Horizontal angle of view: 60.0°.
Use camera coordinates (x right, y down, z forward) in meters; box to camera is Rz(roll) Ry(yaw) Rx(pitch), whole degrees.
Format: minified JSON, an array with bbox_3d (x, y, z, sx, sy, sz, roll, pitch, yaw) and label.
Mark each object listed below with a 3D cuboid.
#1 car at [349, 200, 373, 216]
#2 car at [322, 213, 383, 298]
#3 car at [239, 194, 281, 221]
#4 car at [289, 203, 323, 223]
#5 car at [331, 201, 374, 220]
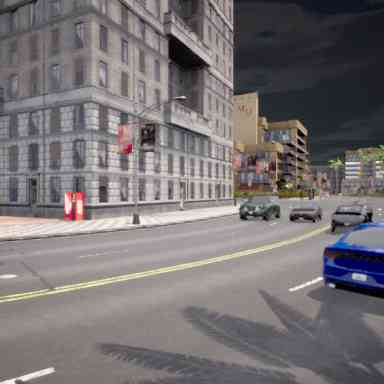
[{"bbox_3d":[16.690,1.554,32.848,1.994,1.385,4.181,0,0,27],"label":"car"},{"bbox_3d":[4.962,1.476,8.103,5.008,1.535,1.882,0,0,-45],"label":"car"},{"bbox_3d":[5.712,1.214,27.212,2.150,2.045,5.566,0,0,29],"label":"car"},{"bbox_3d":[9.010,1.538,25.943,2.033,1.411,5.357,0,0,29],"label":"car"},{"bbox_3d":[9.425,1.486,19.548,2.128,1.511,4.902,0,0,31],"label":"car"}]
